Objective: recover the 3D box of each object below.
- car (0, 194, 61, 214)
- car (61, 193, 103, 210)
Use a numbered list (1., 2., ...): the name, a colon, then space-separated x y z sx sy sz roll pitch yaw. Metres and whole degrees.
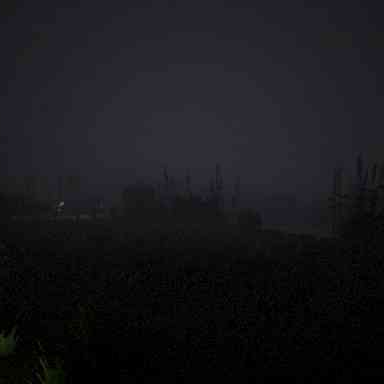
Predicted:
1. car: -12.303 1.150 22.682 2.150 2.045 5.566 0 2 40
2. car: -10.539 0.961 30.381 2.097 1.767 4.553 0 3 40
